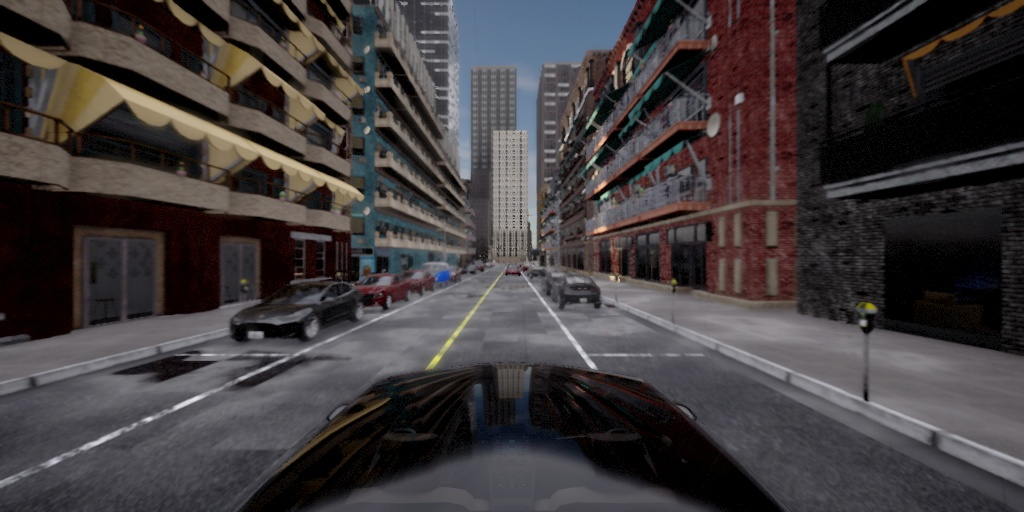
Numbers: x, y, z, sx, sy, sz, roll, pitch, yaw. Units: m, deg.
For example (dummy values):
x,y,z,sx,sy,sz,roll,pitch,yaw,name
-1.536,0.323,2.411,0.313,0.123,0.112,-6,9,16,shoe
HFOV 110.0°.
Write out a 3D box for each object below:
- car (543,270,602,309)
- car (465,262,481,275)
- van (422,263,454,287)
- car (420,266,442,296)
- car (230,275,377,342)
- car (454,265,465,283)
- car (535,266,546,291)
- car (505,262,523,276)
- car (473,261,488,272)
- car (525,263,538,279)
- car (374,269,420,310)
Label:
x,y,z,sx,sy,sz,roll,pitch,yaw,name
2.692,1.457,15.655,2.007,1.370,4.403,0,0,0,car
-5.683,1.851,48.809,1.948,1.339,4.313,0,0,0,car
-5.687,1.373,26.717,1.690,1.789,3.998,0,0,0,van
-5.688,1.514,21.194,1.888,1.381,4.507,0,0,0,car
-5.690,1.410,10.147,1.948,1.339,4.313,0,0,0,car
-5.686,1.535,32.240,1.967,1.591,4.097,0,0,0,car
2.693,1.519,21.178,2.007,1.370,4.403,0,0,0,car
0.108,1.832,47.236,1.994,1.385,4.181,0,-1,0,car
-5.681,1.729,59.854,2.192,1.841,5.009,0,0,0,car
2.696,1.709,37.748,2.007,1.370,4.403,0,0,0,car
-5.689,1.452,15.670,1.888,1.381,4.507,0,0,0,car
